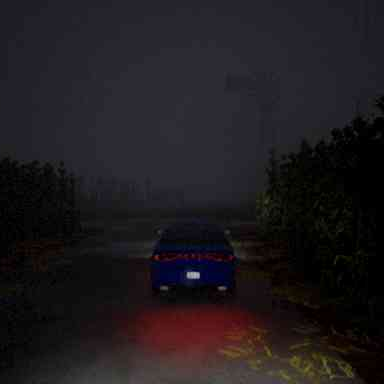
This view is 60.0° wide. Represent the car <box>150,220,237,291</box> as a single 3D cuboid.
[{"bbox_3d":[0.039,1.490,9.054,1.882,1.535,5.008,0,0,0],"label":"car"}]
